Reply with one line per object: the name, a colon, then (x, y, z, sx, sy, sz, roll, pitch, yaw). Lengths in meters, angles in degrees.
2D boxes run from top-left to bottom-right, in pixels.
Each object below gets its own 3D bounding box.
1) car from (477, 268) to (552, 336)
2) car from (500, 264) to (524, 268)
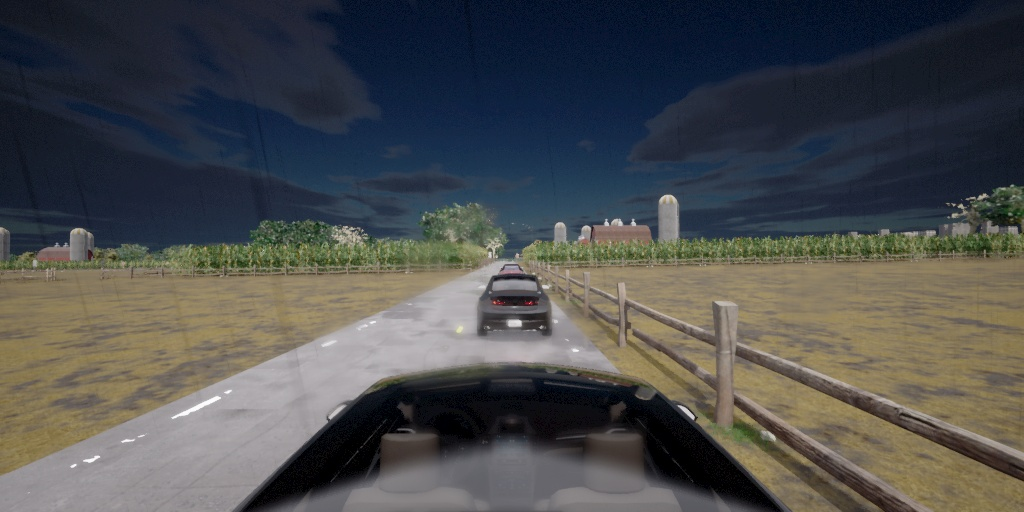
car: (0.058, 1.253, 10.367, 1.837, 1.490, 4.892, 0, 0, 0)
car: (-0.028, 1.295, 27.265, 1.994, 1.385, 4.181, 0, 0, 0)
